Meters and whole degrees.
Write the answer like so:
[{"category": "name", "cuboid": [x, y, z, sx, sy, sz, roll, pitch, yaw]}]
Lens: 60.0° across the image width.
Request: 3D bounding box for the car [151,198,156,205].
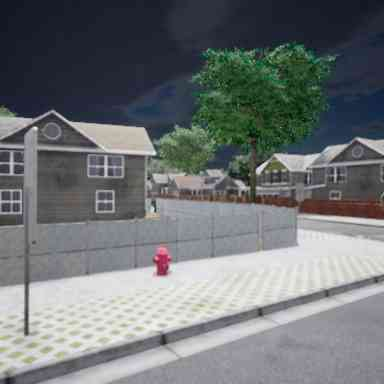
[{"category": "car", "cuboid": [-6.631, 1.641, 55.739, 1.895, 1.301, 4.718, 0, 0, -22]}]
